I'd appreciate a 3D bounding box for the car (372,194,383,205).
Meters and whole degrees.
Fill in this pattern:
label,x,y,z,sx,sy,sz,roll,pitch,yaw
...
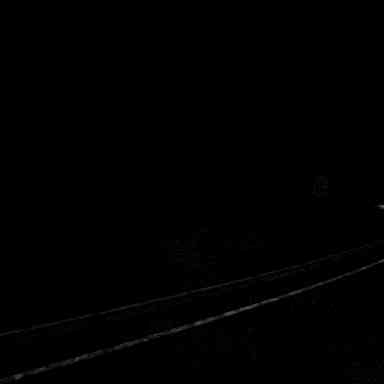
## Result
label,x,y,z,sx,sy,sz,roll,pitch,yaw
car,27.230,1.019,47.292,1.812,1.442,4.674,-5,-2,7
